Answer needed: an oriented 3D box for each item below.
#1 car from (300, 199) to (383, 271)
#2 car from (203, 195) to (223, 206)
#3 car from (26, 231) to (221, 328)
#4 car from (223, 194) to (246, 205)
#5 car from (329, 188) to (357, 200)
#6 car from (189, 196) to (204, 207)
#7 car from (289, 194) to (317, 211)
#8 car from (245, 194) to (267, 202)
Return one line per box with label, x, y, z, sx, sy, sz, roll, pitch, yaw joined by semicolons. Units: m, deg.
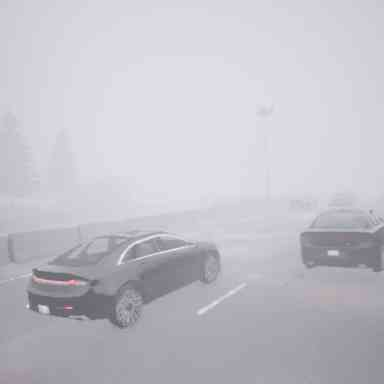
car;4.682;1.208;9.954;1.882;1.535;5.008;-4;0;33
car;4.433;1.353;54.762;2.097;1.767;4.553;-4;0;34
car;-1.106;1.613;7.454;2.128;1.511;4.902;-4;0;33
car;7.393;1.136;52.910;2.097;1.767;4.553;-4;0;34
car;13.805;0.754;30.413;2.033;1.411;5.357;-4;0;33
car;1.440;1.572;56.558;2.097;1.767;4.553;-4;0;34
car;10.689;0.960;32.033;1.812;1.442;4.674;-4;-1;33
car;10.421;1.088;51.140;1.812;1.442;4.674;-4;0;34
